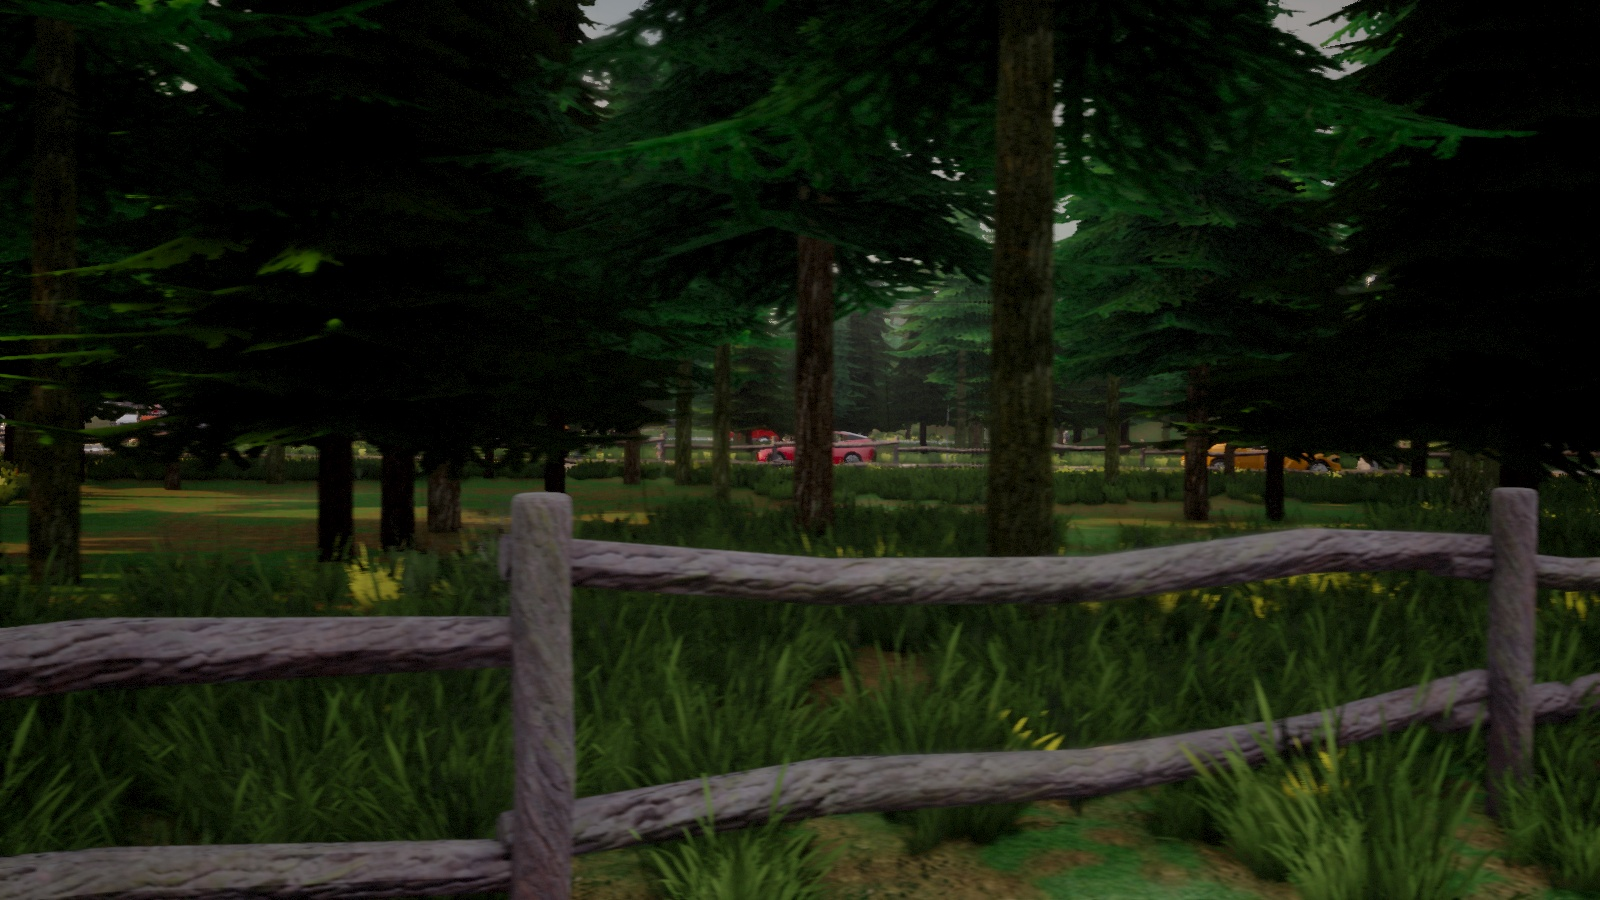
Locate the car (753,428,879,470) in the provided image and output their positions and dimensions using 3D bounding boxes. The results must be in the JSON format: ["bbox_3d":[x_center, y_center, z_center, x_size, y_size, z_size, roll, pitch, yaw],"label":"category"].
[{"bbox_3d":[0.621,-0.042,47.142,4.514,1.525,2.007,-1,1,7],"label":"car"}]

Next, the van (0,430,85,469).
[{"bbox_3d":[-40.712,-0.084,67.345,1.775,1.987,4.442,-1,1,6],"label":"van"}]

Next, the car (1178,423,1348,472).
[{"bbox_3d":[15.292,-0.085,41.715,5.008,1.535,1.882,-1,1,7],"label":"car"}]

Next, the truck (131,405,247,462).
[{"bbox_3d":[-39.234,-1.050,80.954,2.891,3.462,7.936,-1,1,6],"label":"truck"}]
